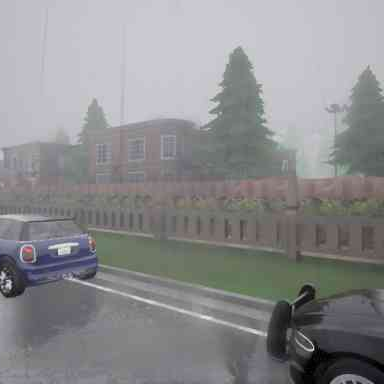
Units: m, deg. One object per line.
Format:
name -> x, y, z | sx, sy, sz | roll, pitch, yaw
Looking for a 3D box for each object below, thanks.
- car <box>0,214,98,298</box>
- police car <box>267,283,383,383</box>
car -> -4.551, 1.351, 8.800 | 4.553, 1.767, 2.097 | 0, 0, 38
police car -> 3.224, 1.425, 2.737 | 5.238, 1.638, 1.930 | 0, 0, 38
